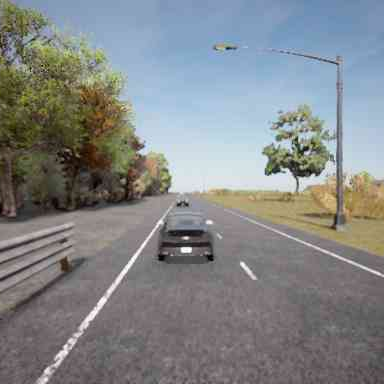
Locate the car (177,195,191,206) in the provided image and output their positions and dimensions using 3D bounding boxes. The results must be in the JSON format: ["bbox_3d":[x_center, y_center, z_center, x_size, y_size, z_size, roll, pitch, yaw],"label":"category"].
[{"bbox_3d":[-1.456,1.558,52.417,1.895,1.301,4.718,0,0,-2],"label":"car"}]

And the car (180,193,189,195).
[{"bbox_3d":[-2.624,1.435,90.833,2.033,1.411,5.357,0,0,-2],"label":"car"}]

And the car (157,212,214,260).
[{"bbox_3d":[-0.243,1.502,12.446,1.837,1.490,4.892,0,0,-2],"label":"car"}]
